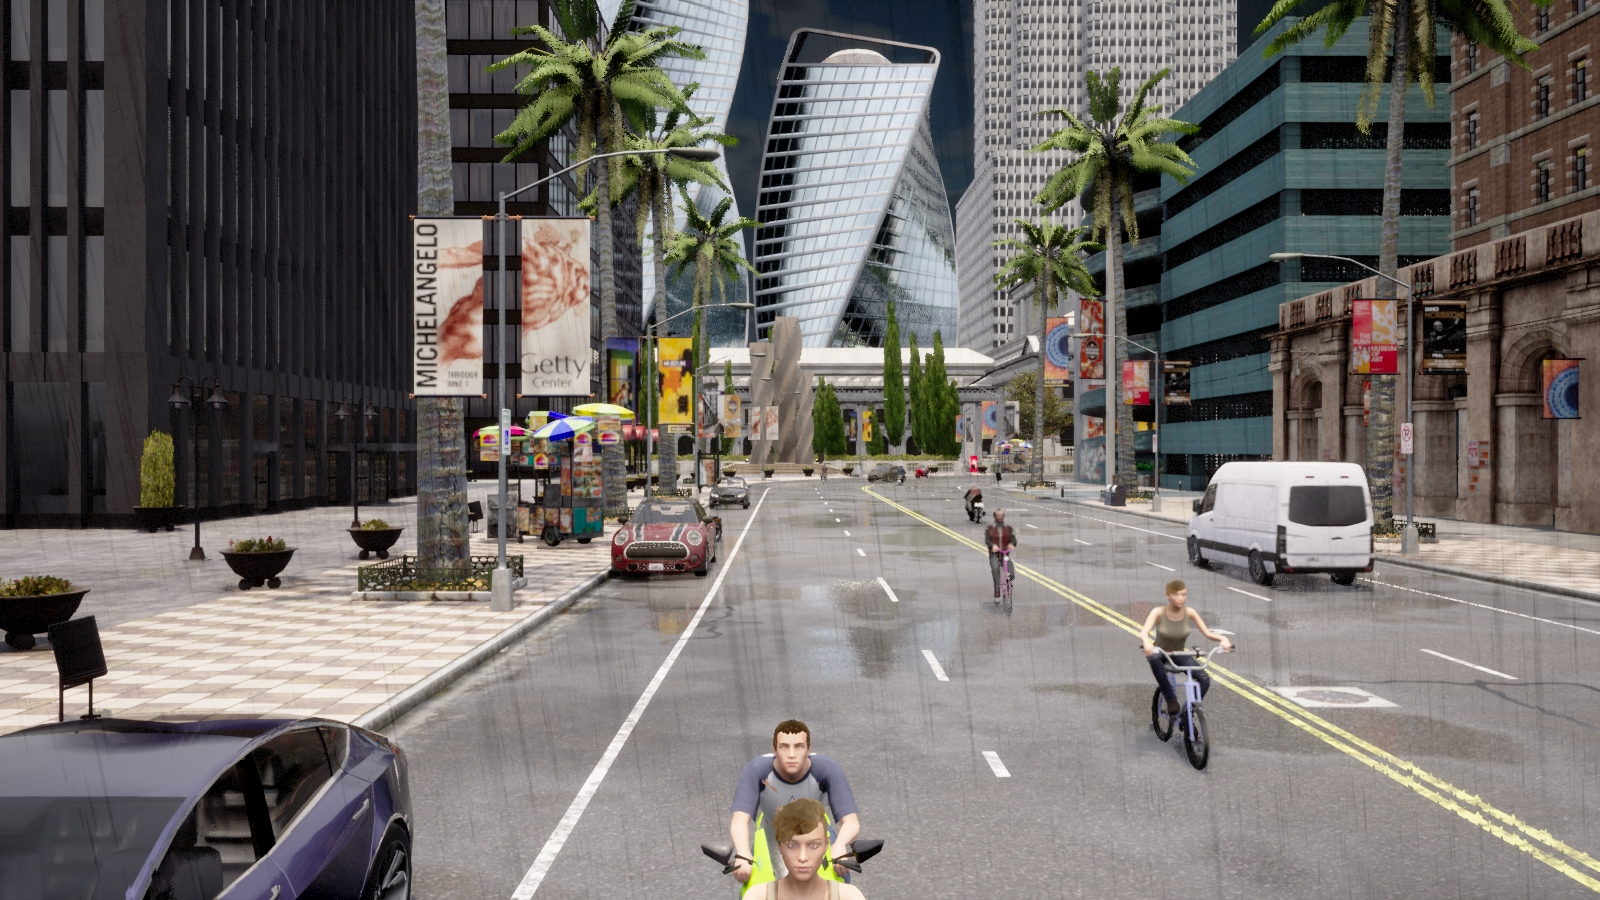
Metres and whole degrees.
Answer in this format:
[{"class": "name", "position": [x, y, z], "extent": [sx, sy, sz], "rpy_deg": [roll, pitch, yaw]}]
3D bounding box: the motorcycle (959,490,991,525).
[{"class": "motorcycle", "position": [6.794, 2.223, 44.513], "extent": [0.867, 1.251, 2.209], "rpy_deg": [0, 0, -1]}]

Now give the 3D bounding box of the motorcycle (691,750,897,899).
[{"class": "motorcycle", "position": [-0.023, 2.223, 5.442], "extent": [0.803, 1.145, 2.033], "rpy_deg": [-1, -3, 0]}]

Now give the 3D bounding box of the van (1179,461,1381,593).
[{"class": "van", "position": [10.483, 1.545, 25.577], "extent": [1.988, 2.561, 5.915], "rpy_deg": [0, 0, 0]}]

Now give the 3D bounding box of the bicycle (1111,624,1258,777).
[{"class": "bicycle", "position": [3.501, 2.261, 10.552], "extent": [0.859, 1.080, 1.487], "rpy_deg": [0, 0, 0]}]

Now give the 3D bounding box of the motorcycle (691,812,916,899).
[{"class": "motorcycle", "position": [0.014, 2.175, 3.553], "extent": [0.764, 1.277, 2.356], "rpy_deg": [0, 2, 0]}]
